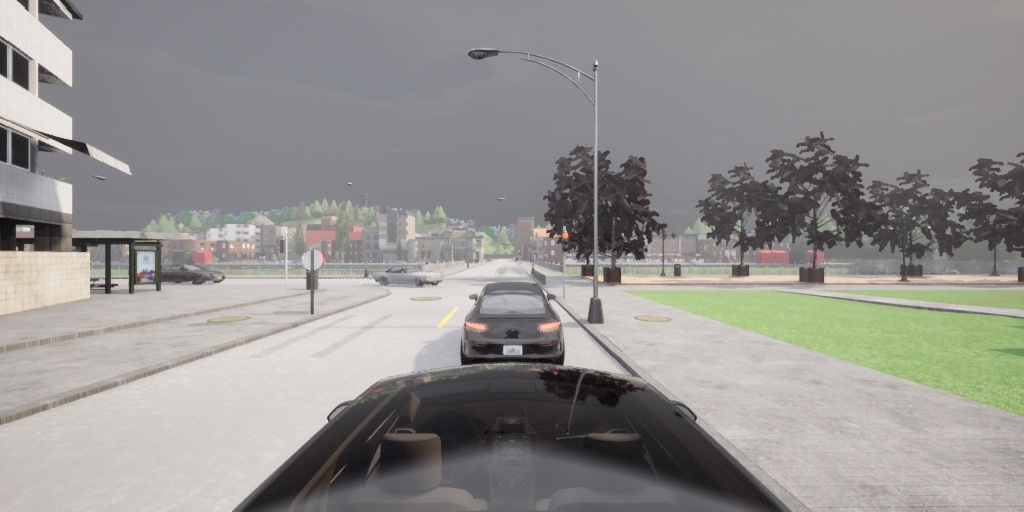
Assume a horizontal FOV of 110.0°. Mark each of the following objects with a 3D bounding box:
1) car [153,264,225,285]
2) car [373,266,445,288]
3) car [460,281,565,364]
[{"bbox_3d":[-22.996,1.276,25.302,4.674,1.442,1.812,0,0,-1],"label":"car"},{"bbox_3d":[-6.799,1.351,23.752,4.718,1.301,1.895,0,0,26],"label":"car"},{"bbox_3d":[0.007,1.276,7.794,1.812,1.442,4.674,0,0,0],"label":"car"}]
